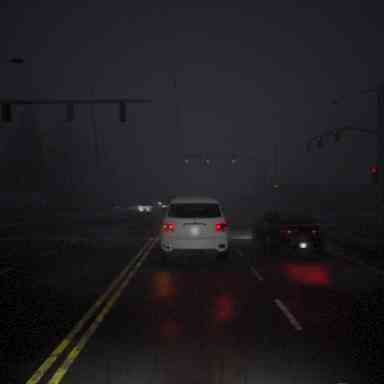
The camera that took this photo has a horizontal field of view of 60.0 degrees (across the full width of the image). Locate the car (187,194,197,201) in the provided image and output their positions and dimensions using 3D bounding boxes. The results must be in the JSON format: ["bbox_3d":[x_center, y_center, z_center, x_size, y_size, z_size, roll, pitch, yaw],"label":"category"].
[{"bbox_3d":[0.007,1.258,78.619,2.128,1.511,4.902,0,0,0],"label":"car"}]

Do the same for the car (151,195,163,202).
[{"bbox_3d":[-7.005,1.373,66.844,1.895,1.301,4.718,0,0,0],"label":"car"}]

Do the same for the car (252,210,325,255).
[{"bbox_3d":[3.593,1.460,13.131,1.837,1.490,4.892,0,0,0],"label":"car"}]

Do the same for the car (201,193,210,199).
[{"bbox_3d":[3.507,1.110,88.127,2.128,1.511,4.902,0,0,0],"label":"car"}]

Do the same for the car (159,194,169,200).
[{"bbox_3d":[-6.993,1.210,82.392,2.033,1.411,5.357,0,0,0],"label":"car"}]

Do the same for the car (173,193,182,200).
[{"bbox_3d":[-3.493,1.149,82.039,1.882,1.535,5.008,0,0,0],"label":"car"}]

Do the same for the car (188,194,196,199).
[{"bbox_3d":[0.007,1.125,88.127,2.033,1.411,5.357,0,0,0],"label":"car"}]

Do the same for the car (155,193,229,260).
[{"bbox_3d":[0.056,1.180,12.394,2.150,2.045,5.566,0,0,0],"label":"car"}]

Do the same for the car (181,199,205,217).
[{"bbox_3d":[0.103,1.428,31.342,2.033,1.411,5.357,0,0,0],"label":"car"}]

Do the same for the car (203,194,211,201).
[{"bbox_3d":[3.507,1.255,78.875,1.812,1.442,4.674,0,0,0],"label":"car"}]

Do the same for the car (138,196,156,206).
[{"bbox_3d":[-7.070,1.318,51.419,2.128,1.511,4.902,0,0,0],"label":"car"}]

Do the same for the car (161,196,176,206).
[{"bbox_3d":[-3.569,1.390,51.325,1.994,1.385,4.181,0,0,0],"label":"car"}]

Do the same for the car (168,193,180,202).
[{"bbox_3d":[-3.514,1.127,66.790,2.097,1.767,4.553,0,0,1],"label":"car"}]
